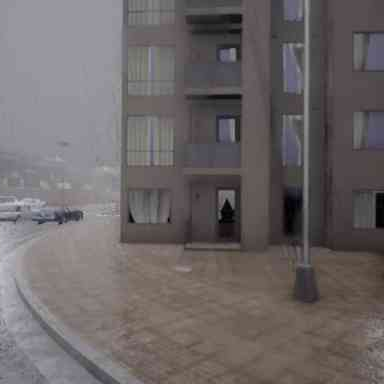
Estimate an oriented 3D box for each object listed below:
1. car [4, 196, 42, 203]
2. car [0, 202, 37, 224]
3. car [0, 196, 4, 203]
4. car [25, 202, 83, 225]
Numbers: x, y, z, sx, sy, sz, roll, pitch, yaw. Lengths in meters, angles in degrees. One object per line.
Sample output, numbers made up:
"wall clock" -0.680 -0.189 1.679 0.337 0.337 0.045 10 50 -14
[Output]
"car" -16.686 1.318 34.036 1.812 1.442 4.674 0 0 4
"car" -13.512 1.699 25.628 1.895 1.301 4.718 0 0 2
"car" -20.182 1.440 34.230 2.150 2.045 5.566 0 0 4
"car" -10.081 1.671 25.322 2.033 1.411 5.357 0 0 3
